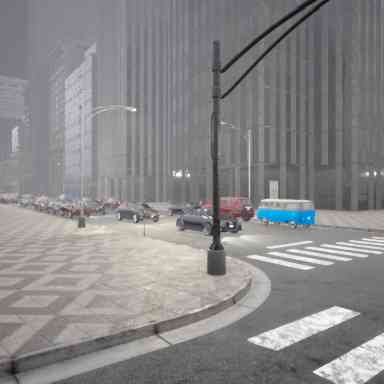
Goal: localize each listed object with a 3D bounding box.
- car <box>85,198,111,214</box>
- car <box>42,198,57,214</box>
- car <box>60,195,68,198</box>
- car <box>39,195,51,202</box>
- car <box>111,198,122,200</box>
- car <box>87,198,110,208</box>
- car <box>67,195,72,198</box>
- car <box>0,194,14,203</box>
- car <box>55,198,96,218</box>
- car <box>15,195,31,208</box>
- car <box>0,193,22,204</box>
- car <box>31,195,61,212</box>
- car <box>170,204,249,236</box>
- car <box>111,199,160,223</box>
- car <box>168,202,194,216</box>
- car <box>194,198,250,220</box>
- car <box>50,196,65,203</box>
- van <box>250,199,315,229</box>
[{"bbox_3d":[-10.437,1.532,34.427,1.837,1.490,4.892,0,0,-36],"label":"car"},{"bbox_3d":[-14.134,1.606,35.119,1.802,1.307,4.206,0,0,-36],"label":"car"},{"bbox_3d":[-19.424,1.588,46.875,1.812,1.442,4.674,0,0,-36],"label":"car"},{"bbox_3d":[-33.977,1.483,76.726,1.752,1.417,4.829,0,0,-35],"label":"car"},{"bbox_3d":[-10.564,1.464,44.683,1.967,1.590,4.097,0,0,-36],"label":"car"},{"bbox_3d":[-13.893,1.602,49.237,1.802,1.307,4.206,0,0,-36],"label":"car"},{"bbox_3d":[-20.444,1.577,53.355,1.994,1.385,4.181,0,0,-36],"label":"car"},{"bbox_3d":[-37.429,1.286,66.990,2.192,1.841,5.009,0,0,-36],"label":"car"},{"bbox_3d":[-10.806,1.572,30.566,1.887,1.381,4.507,0,0,-36],"label":"car"},{"bbox_3d":[-24.117,1.563,48.777,2.008,1.369,4.403,0,0,-36],"label":"car"},{"bbox_3d":[-34.101,1.299,62.436,2.192,1.841,5.009,0,0,-36],"label":"car"},{"bbox_3d":[-17.462,1.461,39.672,1.967,1.590,4.097,0,0,-36],"label":"car"},{"bbox_3d":[0.878,1.600,18.932,1.994,1.385,4.181,0,0,-36],"label":"car"},{"bbox_3d":[-4.307,1.537,26.028,1.837,1.490,4.892,0,0,-36],"label":"car"},{"bbox_3d":[-0.580,1.600,31.024,1.947,1.339,4.313,0,0,-36],"label":"car"},{"bbox_3d":[2.748,1.352,26.470,2.192,1.841,5.009,0,0,-36],"label":"car"},{"bbox_3d":[-27.306,1.512,67.589,1.752,1.417,4.829,0,0,-36],"label":"car"},{"bbox_3d":[6.077,1.379,21.916,1.690,1.788,3.998,0,0,-36],"label":"van"}]
